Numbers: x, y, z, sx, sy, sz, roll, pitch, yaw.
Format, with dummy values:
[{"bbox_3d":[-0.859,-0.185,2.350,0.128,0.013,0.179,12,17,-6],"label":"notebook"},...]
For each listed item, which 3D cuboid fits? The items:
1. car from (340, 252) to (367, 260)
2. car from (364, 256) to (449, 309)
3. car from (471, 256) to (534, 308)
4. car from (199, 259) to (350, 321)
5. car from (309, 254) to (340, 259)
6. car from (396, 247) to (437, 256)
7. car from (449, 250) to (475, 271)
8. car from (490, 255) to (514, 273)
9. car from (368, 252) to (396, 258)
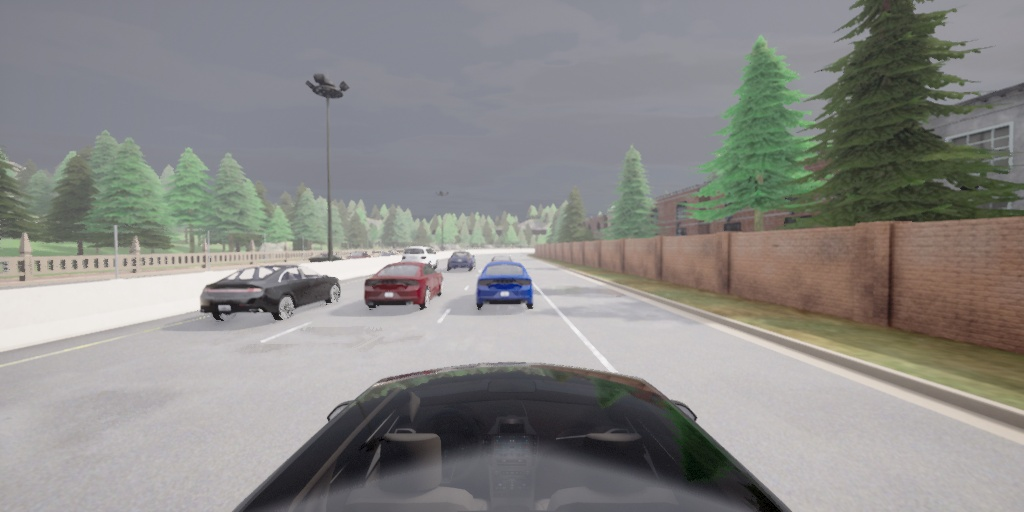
[{"bbox_3d":[-18.999,0.251,44.280,1.812,1.442,4.674,0,1,-2],"label":"car"},{"bbox_3d":[-3.784,0.944,13.299,1.882,1.535,5.008,0,2,-2],"label":"car"},{"bbox_3d":[-0.286,0.930,13.403,1.882,1.535,5.008,0,2,-2],"label":"car"},{"bbox_3d":[-7.232,1.019,11.361,2.128,1.511,4.902,0,2,-1],"label":"car"},{"bbox_3d":[-22.469,0.363,43.263,1.895,1.301,4.718,0,1,-2],"label":"car"},{"bbox_3d":[-7.869,0.251,30.932,2.150,2.045,5.566,0,1,-2],"label":"car"},{"bbox_3d":[-4.395,0.350,31.752,2.097,1.767,4.553,0,1,-2],"label":"car"},{"bbox_3d":[-0.852,0.620,30.483,1.895,1.301,4.718,0,1,-2],"label":"car"},{"bbox_3d":[-15.500,0.262,44.294,2.033,1.411,5.357,0,1,-2],"label":"car"}]
